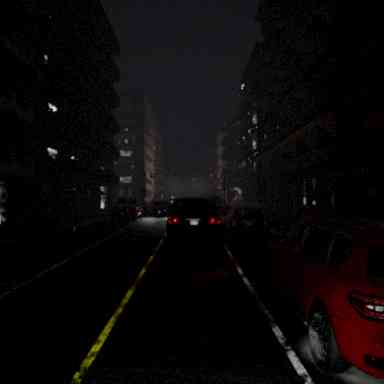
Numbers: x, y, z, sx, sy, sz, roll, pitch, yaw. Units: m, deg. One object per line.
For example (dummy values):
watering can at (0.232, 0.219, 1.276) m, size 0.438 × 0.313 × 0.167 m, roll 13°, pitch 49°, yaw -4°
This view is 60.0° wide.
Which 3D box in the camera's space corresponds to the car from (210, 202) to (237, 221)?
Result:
car at (2.534, 1.591, 27.657) m, size 1.802 × 1.307 × 4.206 m, roll 1°, pitch 0°, yaw 0°

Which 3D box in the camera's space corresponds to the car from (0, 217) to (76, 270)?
car at (-5.304, 1.563, 11.119) m, size 1.947 × 1.339 × 4.313 m, roll 1°, pitch 0°, yaw 0°

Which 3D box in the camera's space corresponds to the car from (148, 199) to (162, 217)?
car at (-2.863, 1.519, 31.569) m, size 1.837 × 1.490 × 4.892 m, roll 0°, pitch 0°, yaw 0°

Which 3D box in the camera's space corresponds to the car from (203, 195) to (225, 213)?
car at (2.533, 1.342, 38.720) m, size 2.192 × 1.841 × 5.009 m, roll 1°, pitch 0°, yaw 0°

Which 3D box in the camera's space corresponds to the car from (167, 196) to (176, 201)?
car at (-5.342, 1.714, 87.913) m, size 1.947 × 1.339 × 4.313 m, roll 1°, pitch 0°, yaw 0°

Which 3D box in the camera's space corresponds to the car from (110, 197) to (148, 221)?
car at (-5.307, 1.324, 27.708) m, size 2.192 × 1.841 × 5.009 m, roll 1°, pitch 0°, yaw 0°

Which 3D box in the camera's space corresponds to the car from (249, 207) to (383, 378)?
car at (2.551, 1.313, 5.531) m, size 2.192 × 1.841 × 5.009 m, roll 1°, pitch 0°, yaw 0°

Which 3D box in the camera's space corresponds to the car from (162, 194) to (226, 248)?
car at (0.085, 1.221, 14.872) m, size 2.150 × 2.045 × 5.566 m, roll 0°, pitch 0°, yaw 0°

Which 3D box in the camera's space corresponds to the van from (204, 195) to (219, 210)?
van at (2.530, 1.380, 44.252) m, size 1.690 × 1.788 × 3.998 m, roll 1°, pitch 0°, yaw 0°

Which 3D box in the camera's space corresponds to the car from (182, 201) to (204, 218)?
car at (0.078, 1.578, 31.565) m, size 1.994 × 1.385 × 4.181 m, roll 0°, pitch 0°, yaw 0°

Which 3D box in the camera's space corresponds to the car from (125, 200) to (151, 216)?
car at (-5.315, 1.562, 33.240) m, size 1.887 × 1.381 × 4.507 m, roll 1°, pitch 0°, yaw 0°

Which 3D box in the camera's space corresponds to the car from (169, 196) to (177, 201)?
car at (-5.345, 1.729, 93.474) m, size 1.947 × 1.339 × 4.313 m, roll 1°, pitch 0°, yaw 0°

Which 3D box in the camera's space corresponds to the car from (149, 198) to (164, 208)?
car at (-5.325, 1.634, 49.833) m, size 1.802 × 1.307 × 4.206 m, roll 1°, pitch 0°, yaw 0°

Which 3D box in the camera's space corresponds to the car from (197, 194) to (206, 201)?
car at (2.542, 1.464, 87.964) m, size 2.192 × 1.841 × 5.009 m, roll 1°, pitch 0°, yaw 0°

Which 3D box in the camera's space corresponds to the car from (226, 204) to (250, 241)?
car at (2.542, 1.440, 16.594) m, size 1.967 × 1.590 × 4.097 m, roll 1°, pitch 0°, yaw 0°
